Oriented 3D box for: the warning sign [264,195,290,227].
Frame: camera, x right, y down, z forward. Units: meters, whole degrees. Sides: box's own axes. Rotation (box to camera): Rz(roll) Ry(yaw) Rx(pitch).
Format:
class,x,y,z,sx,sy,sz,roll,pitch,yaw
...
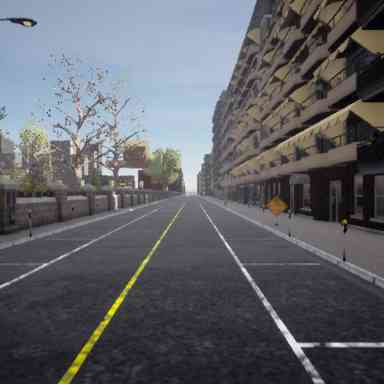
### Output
class,x,y,z,sx,sy,sz,roll,pitch,yaw
warning sign,5.068,1.136,19.905,1.300,1.860,1.060,0,0,0
